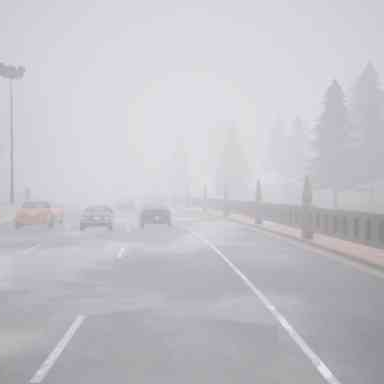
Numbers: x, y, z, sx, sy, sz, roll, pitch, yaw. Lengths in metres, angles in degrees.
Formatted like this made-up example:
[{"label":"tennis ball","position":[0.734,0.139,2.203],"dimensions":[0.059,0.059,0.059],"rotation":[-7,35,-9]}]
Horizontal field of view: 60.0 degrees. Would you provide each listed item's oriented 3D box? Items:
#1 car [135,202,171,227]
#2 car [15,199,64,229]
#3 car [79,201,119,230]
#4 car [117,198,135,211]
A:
[{"label":"car","position":[-2.574,1.387,22.047],"dimensions":[1.882,1.535,5.008],"rotation":[0,0,-12]},{"label":"car","position":[-9.572,1.289,21.215],"dimensions":[2.097,1.767,4.553],"rotation":[0,0,-12]},{"label":"car","position":[-5.732,1.475,20.412],"dimensions":[2.033,1.411,5.357],"rotation":[0,0,-12]},{"label":"car","position":[-7.823,1.377,39.112],"dimensions":[1.812,1.442,4.674],"rotation":[0,0,-22]}]
